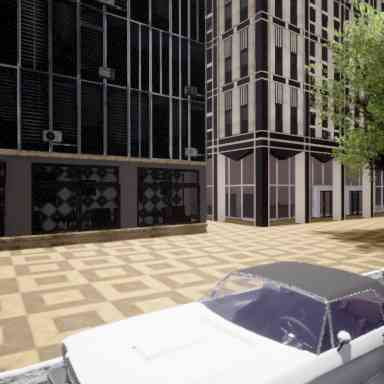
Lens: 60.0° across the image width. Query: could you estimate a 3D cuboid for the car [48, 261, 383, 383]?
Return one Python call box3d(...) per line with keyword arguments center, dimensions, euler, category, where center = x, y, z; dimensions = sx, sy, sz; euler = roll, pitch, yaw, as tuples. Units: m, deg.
box3d(center=(0.996, 1.601, 3.774), dimensions=(4.718, 1.301, 1.895), euler=(0, 0, -35), category="car")
